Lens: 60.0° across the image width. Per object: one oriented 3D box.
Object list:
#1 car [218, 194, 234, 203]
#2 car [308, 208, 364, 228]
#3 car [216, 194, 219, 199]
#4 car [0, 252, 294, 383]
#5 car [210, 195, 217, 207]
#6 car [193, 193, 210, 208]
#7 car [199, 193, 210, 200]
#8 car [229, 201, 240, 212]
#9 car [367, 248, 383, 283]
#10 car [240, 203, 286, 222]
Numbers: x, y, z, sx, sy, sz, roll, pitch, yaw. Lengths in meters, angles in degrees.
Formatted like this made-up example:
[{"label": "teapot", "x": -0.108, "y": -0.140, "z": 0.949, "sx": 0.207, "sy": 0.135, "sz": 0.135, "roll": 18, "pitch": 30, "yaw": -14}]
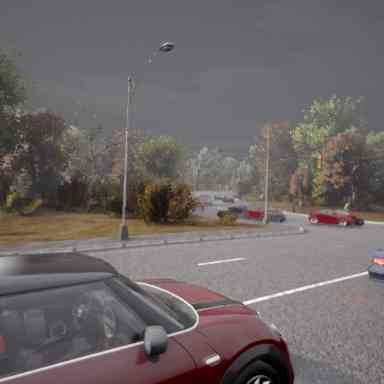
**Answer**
[{"label": "car", "x": 7.453, "y": 1.554, "z": 69.270, "sx": 1.837, "sy": 1.490, "sz": 4.892, "roll": 2, "pitch": 3, "yaw": -8}, {"label": "car", "x": 12.528, "y": 2.210, "z": 29.131, "sx": 1.882, "sy": 1.535, "sz": 5.008, "roll": 3, "pitch": -2, "yaw": -26}, {"label": "car", "x": 6.371, "y": 1.160, "z": 79.475, "sx": 1.994, "sy": 1.385, "sz": 4.181, "roll": 2, "pitch": 2, "yaw": -1}, {"label": "car", "x": -1.180, "y": 1.354, "z": 2.905, "sx": 4.553, "sy": 1.767, "sz": 2.097, "roll": 0, "pitch": 0, "yaw": -36}, {"label": "car", "x": 2.243, "y": 1.577, "z": 57.533, "sx": 2.097, "sy": 1.767, "sz": 4.553, "roll": 2, "pitch": 2, "yaw": -12}, {"label": "car", "x": 0.398, "y": 1.532, "z": 50.494, "sx": 2.150, "sy": 2.045, "sz": 5.566, "roll": 2, "pitch": 1, "yaw": -15}, {"label": "car", "x": 2.916, "y": 1.039, "z": 78.393, "sx": 2.128, "sy": 1.511, "sz": 4.902, "roll": 2, "pitch": 2, "yaw": -1}, {"label": "car", "x": 6.610, "y": 2.273, "z": 42.520, "sx": 1.895, "sy": 1.301, "sz": 4.718, "roll": 3, "pitch": 0, "yaw": -20}, {"label": "car", "x": 6.573, "y": 1.661, "z": 8.462, "sx": 5.357, "sy": 1.411, "sz": 2.033, "roll": 2, "pitch": -1, "yaw": -36}, {"label": "car", "x": 7.069, "y": 1.952, "z": 32.475, "sx": 2.097, "sy": 1.767, "sz": 4.553, "roll": 3, "pitch": -1, "yaw": -25}]
